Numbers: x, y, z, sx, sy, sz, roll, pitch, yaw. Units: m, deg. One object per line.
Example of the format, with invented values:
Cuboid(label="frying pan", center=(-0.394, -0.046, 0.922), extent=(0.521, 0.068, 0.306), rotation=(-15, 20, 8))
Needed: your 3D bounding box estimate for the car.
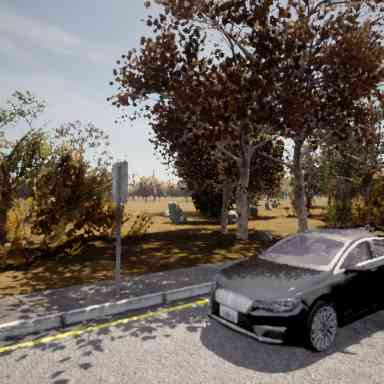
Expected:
Cuboid(label="car", center=(2.519, 1.492, 6.226), extent=(4.902, 1.511, 2.128), rotation=(0, 0, -36))
